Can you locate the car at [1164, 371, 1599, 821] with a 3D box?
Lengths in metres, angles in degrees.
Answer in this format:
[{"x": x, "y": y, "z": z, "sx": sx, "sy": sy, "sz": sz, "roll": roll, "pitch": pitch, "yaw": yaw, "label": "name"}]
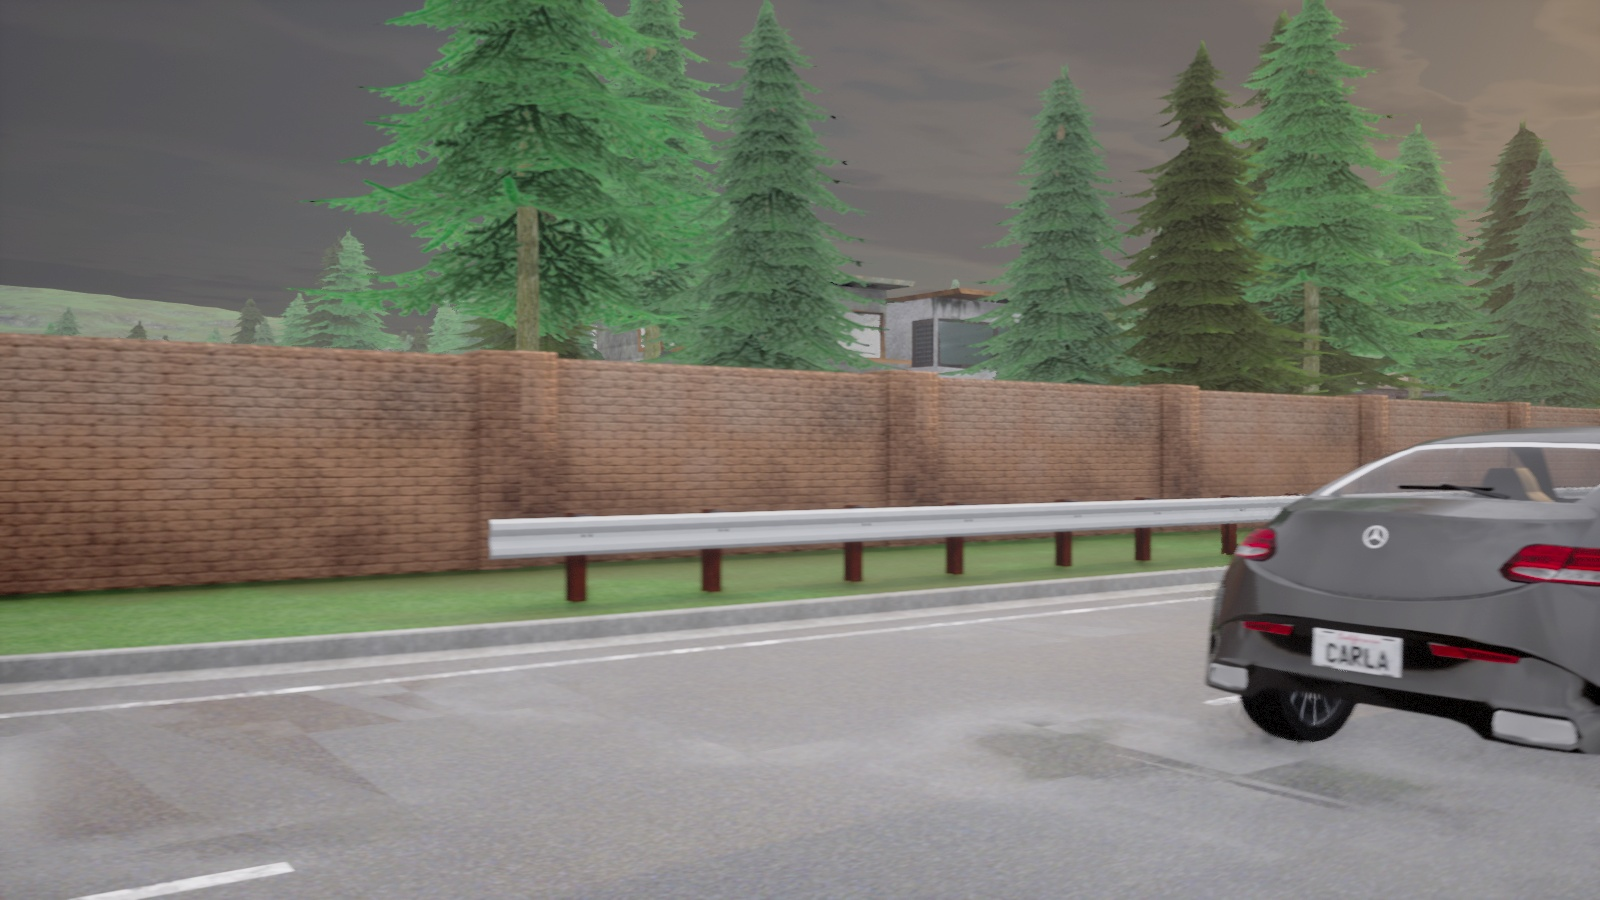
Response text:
[{"x": 4.485, "y": 0.531, "z": 6.781, "sx": 5.027, "sy": 1.651, "sz": 2.152, "roll": 0, "pitch": 0, "yaw": -35, "label": "car"}]
